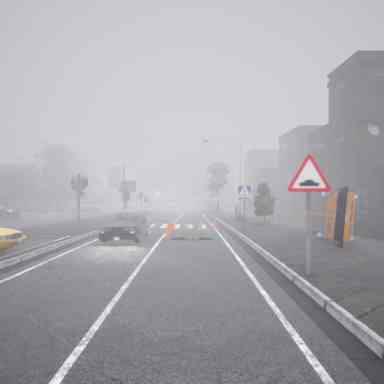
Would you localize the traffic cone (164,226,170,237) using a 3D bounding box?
[{"bbox_3d":[-1.371,2.171,18.194,0.340,0.580,0.340,0,-1,0],"label":"traffic cone"}]

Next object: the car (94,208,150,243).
[{"bbox_3d":[-3.341,1.746,17.406,2.033,1.411,5.357,0,-1,0],"label":"car"}]

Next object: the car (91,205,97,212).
[{"bbox_3d":[-21.799,3.173,65.082,4.892,1.521,2.231,0,-2,0],"label":"car"}]

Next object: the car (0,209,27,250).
[{"bbox_3d":[-9.369,1.587,12.939,5.366,1.575,1.946,0,-1,0],"label":"car"}]

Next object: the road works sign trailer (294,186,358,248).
[{"bbox_3d":[6.010,1.014,14.499,2.880,2.380,3.560,6,-1,13],"label":"road works sign trailer"}]

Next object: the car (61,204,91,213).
[{"bbox_3d":[-21.815,3.103,61.806,4.674,1.452,2.002,0,-2,0],"label":"car"}]

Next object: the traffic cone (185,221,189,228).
[{"bbox_3d":[-0.365,2.328,24.193,0.340,0.580,0.340,0,-2,0],"label":"traffic cone"}]

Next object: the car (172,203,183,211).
[{"bbox_3d":[-3.049,3.699,79.741,2.128,1.511,4.902,0,-2,0],"label":"car"}]

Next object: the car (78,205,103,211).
[{"bbox_3d":[-21.776,3.426,71.499,4.674,1.452,2.002,0,-2,0],"label":"car"}]

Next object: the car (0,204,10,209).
[{"bbox_3d":[-21.890,2.190,34.315,4.674,1.452,2.002,0,-2,0],"label":"car"}]

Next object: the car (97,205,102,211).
[{"bbox_3d":[-21.797,3.281,68.353,5.008,1.535,2.097,0,-2,0],"label":"car"}]

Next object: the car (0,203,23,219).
[{"bbox_3d":[-21.950,2.128,37.489,4.553,1.767,2.185,0,-2,0],"label":"car"}]
